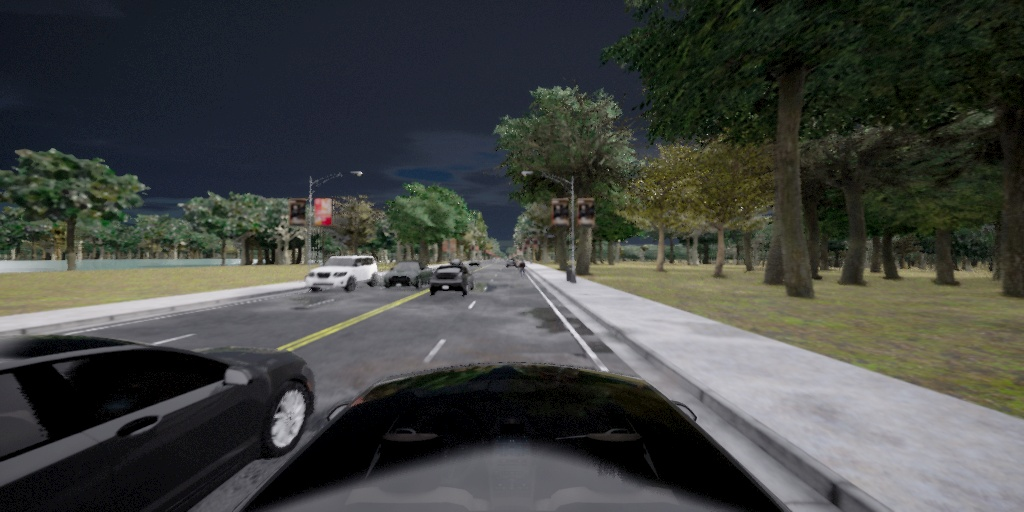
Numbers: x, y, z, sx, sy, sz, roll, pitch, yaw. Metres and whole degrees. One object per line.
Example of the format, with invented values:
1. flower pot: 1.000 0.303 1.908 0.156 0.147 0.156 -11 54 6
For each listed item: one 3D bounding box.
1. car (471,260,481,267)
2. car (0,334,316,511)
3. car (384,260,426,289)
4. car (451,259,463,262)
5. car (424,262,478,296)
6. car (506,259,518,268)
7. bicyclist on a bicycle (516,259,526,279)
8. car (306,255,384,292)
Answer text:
1. car: -6.549 1.349 63.449 1.895 1.301 4.718 0 0 1
2. car: -3.151 1.255 2.151 1.837 1.490 4.892 0 0 0
3. car: -6.607 1.107 23.147 2.097 1.767 4.553 0 0 0
4. car: -9.800 1.225 63.413 1.882 1.535 5.008 0 0 0
5. car: -3.160 1.259 19.460 1.837 1.490 4.892 0 0 0
6. car: 0.011 1.274 60.974 1.812 1.442 4.674 0 0 1
7. bicyclist on a bicycle: 0.879 1.125 30.120 0.659 1.776 1.843 0 0 0
8. car: -9.857 0.976 21.421 2.150 2.045 5.566 0 0 0
